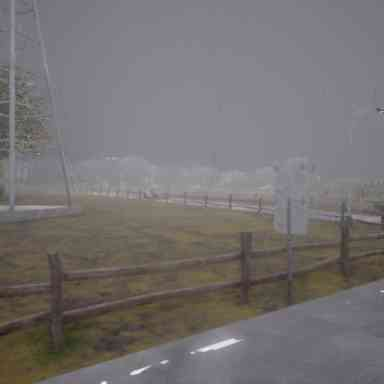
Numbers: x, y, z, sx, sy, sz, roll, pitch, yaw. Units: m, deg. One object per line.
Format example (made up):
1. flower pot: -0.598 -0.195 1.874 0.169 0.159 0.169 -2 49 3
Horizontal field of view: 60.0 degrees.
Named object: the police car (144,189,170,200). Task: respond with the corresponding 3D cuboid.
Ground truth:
1. police car: -4.959 0.307 47.523 2.038 1.542 4.974 0 2 -36
